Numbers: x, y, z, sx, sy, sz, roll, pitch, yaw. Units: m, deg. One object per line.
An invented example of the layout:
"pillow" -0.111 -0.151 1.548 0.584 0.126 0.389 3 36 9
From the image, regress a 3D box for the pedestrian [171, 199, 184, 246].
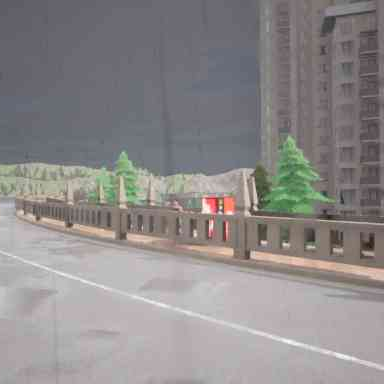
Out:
"pedestrian" -0.592 1.132 12.832 0.375 1.860 0.375 -1 -1 42

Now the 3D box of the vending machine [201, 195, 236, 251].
"vending machine" 1.055 1.186 13.218 0.880 2.100 1.100 -1 0 41
